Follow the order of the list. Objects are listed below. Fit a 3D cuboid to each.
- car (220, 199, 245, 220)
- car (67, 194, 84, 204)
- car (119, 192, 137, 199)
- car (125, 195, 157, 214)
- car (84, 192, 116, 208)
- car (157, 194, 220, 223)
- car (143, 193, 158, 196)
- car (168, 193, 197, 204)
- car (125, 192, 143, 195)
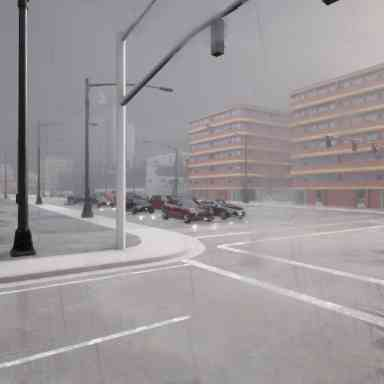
[{"bbox_3d":[2.214,1.357,26.871,2.128,1.511,4.902,0,1,-35],"label":"car"},{"bbox_3d":[-16.699,0.996,48.459,1.895,1.301,4.718,0,1,-34],"label":"car"},{"bbox_3d":[-13.274,0.683,68.537,1.837,1.490,4.892,0,0,-34],"label":"car"},{"bbox_3d":[-5.210,1.317,31.554,1.994,1.385,4.181,0,1,-34],"label":"car"},{"bbox_3d":[-10.906,1.069,39.911,2.128,1.511,4.902,0,1,-34],"label":"car"},{"bbox_3d":[-0.351,1.227,24.425,2.097,1.767,4.553,0,1,-34],"label":"car"},{"bbox_3d":[-2.789,1.092,34.216,2.097,1.767,4.553,0,1,-34],"label":"car"},{"bbox_3d":[-1.494,0.997,51.296,2.128,1.511,4.902,0,1,-34],"label":"car"},{"bbox_3d":[-8.412,1.129,42.466,1.994,1.385,4.181,0,1,-34],"label":"car"}]
